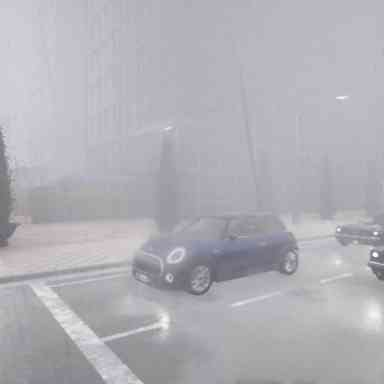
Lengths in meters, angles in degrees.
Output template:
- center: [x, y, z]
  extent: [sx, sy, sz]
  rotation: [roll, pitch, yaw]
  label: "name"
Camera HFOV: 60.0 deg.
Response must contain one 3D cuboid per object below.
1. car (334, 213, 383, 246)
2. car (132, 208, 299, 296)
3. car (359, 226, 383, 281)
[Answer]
- center: [8.064, 1.597, 14.022]
  extent: [4.718, 1.301, 1.895]
  rotation: [0, 0, -35]
  label: "car"
- center: [0.741, 1.351, 8.803]
  extent: [4.553, 1.767, 2.097]
  rotation: [0, 0, -35]
  label: "car"
- center: [6.582, 1.598, 8.654]
  extent: [4.718, 1.301, 1.895]
  rotation: [0, 0, -35]
  label: "car"
